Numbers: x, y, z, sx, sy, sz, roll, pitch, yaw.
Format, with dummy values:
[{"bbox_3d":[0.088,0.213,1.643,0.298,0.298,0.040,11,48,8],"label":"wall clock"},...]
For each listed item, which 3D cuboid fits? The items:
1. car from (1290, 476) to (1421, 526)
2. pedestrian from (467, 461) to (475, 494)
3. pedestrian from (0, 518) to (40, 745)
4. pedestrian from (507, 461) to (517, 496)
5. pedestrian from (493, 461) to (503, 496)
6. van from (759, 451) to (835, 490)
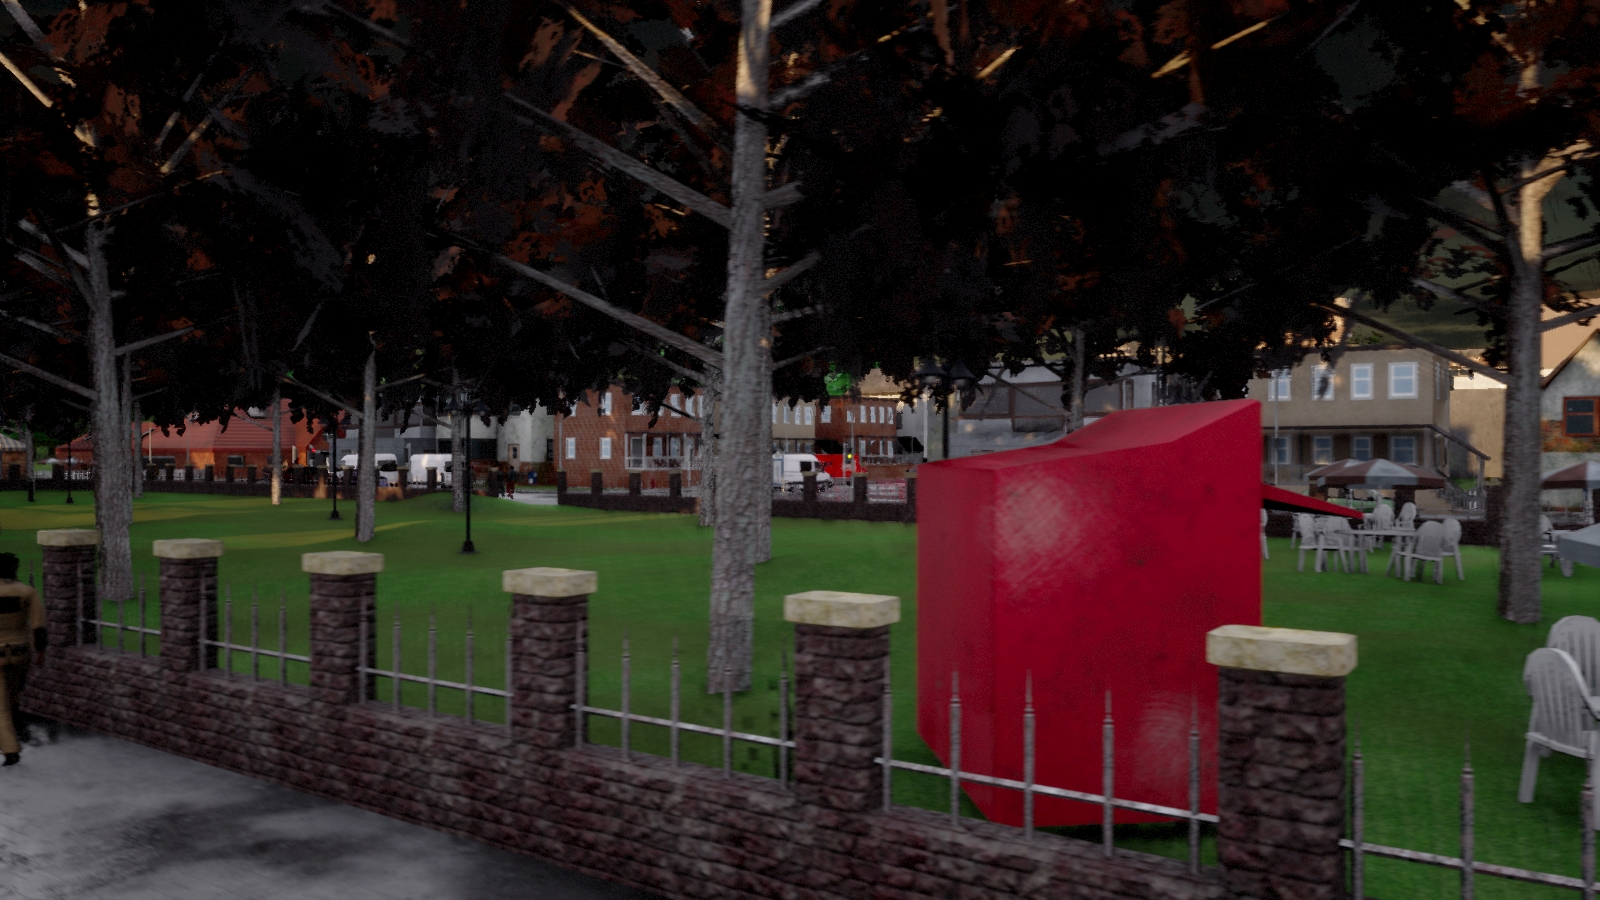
[{"bbox_3d":[19.842,1.780,40.839,3.988,1.617,1.851,0,0,34],"label":"car"},{"bbox_3d":[-18.602,1.526,64.600,0.375,1.860,0.375,0,0,-9],"label":"pedestrian"},{"bbox_3d":[-6.723,1.525,9.720,0.375,1.860,0.375,0,0,-41],"label":"pedestrian"},{"bbox_3d":[-15.556,1.526,61.700,0.375,1.860,0.375,0,0,-39],"label":"pedestrian"},{"bbox_3d":[-16.256,1.526,61.553,0.375,1.860,0.375,0,0,-42],"label":"pedestrian"},{"bbox_3d":[-0.169,1.316,76.546,1.988,2.561,5.915,0,0,36],"label":"van"}]
